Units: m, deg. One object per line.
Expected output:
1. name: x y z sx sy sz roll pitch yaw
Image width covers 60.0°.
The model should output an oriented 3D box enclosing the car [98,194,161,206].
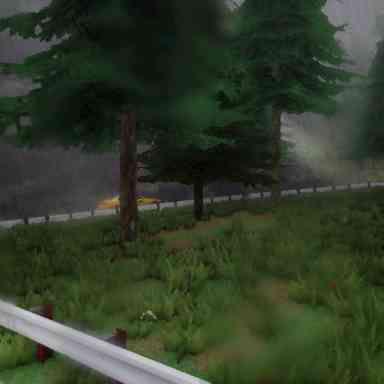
1. car: -4.808 0.866 25.984 5.008 1.535 1.882 -5 3 -31
